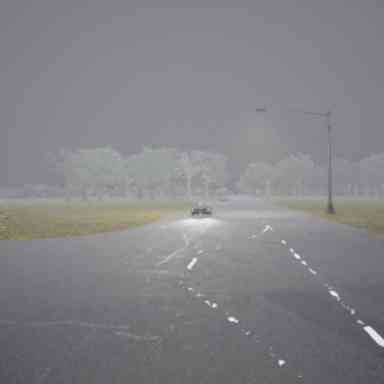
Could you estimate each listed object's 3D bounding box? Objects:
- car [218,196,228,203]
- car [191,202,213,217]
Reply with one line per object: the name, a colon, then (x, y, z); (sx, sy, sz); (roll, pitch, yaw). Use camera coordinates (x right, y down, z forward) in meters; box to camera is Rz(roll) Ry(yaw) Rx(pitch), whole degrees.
car: (6.773, 1.598, 72.699); (1.994, 1.385, 4.181); (-1, 0, 12)
car: (1.035, 1.676, 32.484); (1.895, 1.301, 4.718); (-1, 0, 7)
